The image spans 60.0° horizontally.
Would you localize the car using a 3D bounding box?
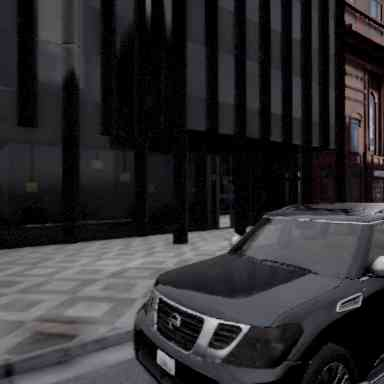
[{"bbox_3d":[1.985,1.215,4.727,5.566,2.045,2.150,0,0,-36],"label":"car"}]
